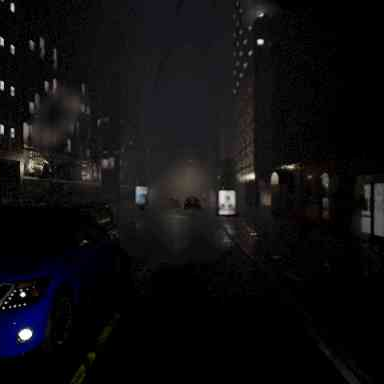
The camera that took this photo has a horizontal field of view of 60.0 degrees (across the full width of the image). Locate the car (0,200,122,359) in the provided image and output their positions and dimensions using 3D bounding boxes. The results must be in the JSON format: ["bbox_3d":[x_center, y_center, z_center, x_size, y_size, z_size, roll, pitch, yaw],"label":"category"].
[{"bbox_3d":[-2.849,1.221,6.403,2.150,2.045,5.566,0,0,0],"label":"car"}]

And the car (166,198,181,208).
[{"bbox_3d":[-2.808,1.589,49.912,1.812,1.442,4.674,0,0,0],"label":"car"}]

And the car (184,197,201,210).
[{"bbox_3d":[0.064,1.402,43.796,2.097,1.767,4.553,0,0,0],"label":"car"}]

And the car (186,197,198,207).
[{"bbox_3d":[0.017,1.624,55.751,2.033,1.411,5.357,0,0,0],"label":"car"}]

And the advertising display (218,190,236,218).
[{"bbox_3d":[3.020,1.041,28.648,1.540,2.440,0.280,0,0,0],"label":"advertising display"}]
